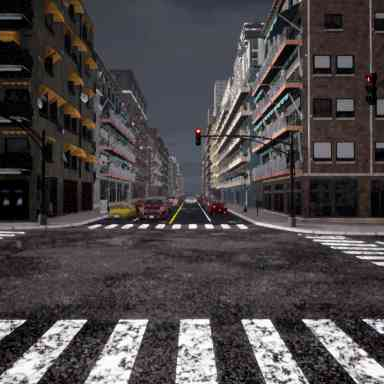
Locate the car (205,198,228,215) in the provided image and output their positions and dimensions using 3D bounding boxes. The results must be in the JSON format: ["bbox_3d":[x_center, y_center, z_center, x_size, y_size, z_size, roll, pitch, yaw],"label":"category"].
[{"bbox_3d":[2.585,1.553,33.579,1.887,1.381,4.507,1,0,0],"label":"car"}]

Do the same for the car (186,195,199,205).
[{"bbox_3d":[-0.201,1.618,59.861,1.895,1.301,4.718,0,0,0],"label":"car"}]

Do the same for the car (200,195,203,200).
[{"bbox_3d":[2.528,1.596,50.150,1.802,1.307,4.206,1,0,0],"label":"car"}]

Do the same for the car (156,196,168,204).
[{"bbox_3d":[-5.908,1.571,66.706,2.008,1.369,4.403,1,0,0],"label":"car"}]

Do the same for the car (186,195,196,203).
[{"bbox_3d":[-0.235,1.478,69.837,2.128,1.511,4.902,0,0,0],"label":"car"}]

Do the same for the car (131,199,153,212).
[{"bbox_3d":[-5.815,1.554,39.089,1.887,1.381,4.507,1,0,0],"label":"car"}]

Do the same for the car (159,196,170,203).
[{"bbox_3d":[-5.927,1.568,72.230,1.887,1.381,4.507,1,0,0],"label":"car"}]

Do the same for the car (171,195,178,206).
[{"bbox_3d":[-3.257,1.366,51.504,2.097,1.767,4.553,0,0,0],"label":"car"}]

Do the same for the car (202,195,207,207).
[{"bbox_3d":[2.567,1.450,39.103,1.967,1.590,4.097,1,0,0],"label":"car"}]

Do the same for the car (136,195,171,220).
[{"bbox_3d":[-3.169,1.359,28.126,2.097,1.767,4.553,0,0,-1],"label":"car"}]

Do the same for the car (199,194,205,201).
[{"bbox_3d":[2.724,1.380,81.893,2.097,1.767,4.553,0,0,0],"label":"car"}]

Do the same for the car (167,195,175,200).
[{"bbox_3d":[-6.001,1.587,94.323,2.008,1.369,4.403,1,0,0],"label":"car"}]

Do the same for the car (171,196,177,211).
[{"bbox_3d":[-3.231,1.557,38.675,2.033,1.411,5.357,0,0,0],"label":"car"}]

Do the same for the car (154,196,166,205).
[{"bbox_3d":[-5.889,1.543,61.013,1.752,1.417,4.829,1,0,0],"label":"car"}]

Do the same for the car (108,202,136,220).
[{"bbox_3d":[-5.776,1.532,27.872,1.752,1.417,4.829,1,0,0],"label":"car"}]
